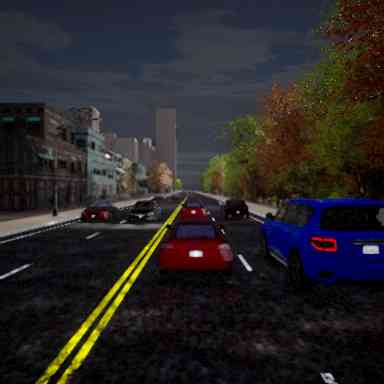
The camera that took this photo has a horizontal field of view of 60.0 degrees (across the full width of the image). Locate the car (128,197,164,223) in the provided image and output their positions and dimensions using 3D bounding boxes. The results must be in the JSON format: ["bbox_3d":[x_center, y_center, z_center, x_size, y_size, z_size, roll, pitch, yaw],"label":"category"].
[{"bbox_3d":[-3.333,1.348,23.888,1.837,1.490,4.892,0,0,0],"label":"car"}]

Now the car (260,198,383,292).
[{"bbox_3d":[3.353,1.163,8.904,2.150,2.045,5.566,0,0,0],"label":"car"}]

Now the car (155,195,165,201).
[{"bbox_3d":[-6.459,1.163,65.956,1.895,1.301,4.718,0,0,0],"label":"car"}]

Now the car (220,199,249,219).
[{"bbox_3d":[3.366,1.303,26.790,1.882,1.535,5.008,0,0,0],"label":"car"}]

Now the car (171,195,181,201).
[{"bbox_3d":[-3.213,1.165,65.968,1.895,1.301,4.718,0,0,0],"label":"car"}]

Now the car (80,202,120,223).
[{"bbox_3d":[-6.582,1.405,24.138,1.994,1.385,4.181,0,0,0],"label":"car"}]

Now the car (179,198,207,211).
[{"bbox_3d":[0.114,1.395,25.840,1.994,1.385,4.181,0,0,0],"label":"car"}]

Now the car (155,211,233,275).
[{"bbox_3d":[0.103,1.496,10.276,1.994,1.385,4.181,0,0,0],"label":"car"}]
